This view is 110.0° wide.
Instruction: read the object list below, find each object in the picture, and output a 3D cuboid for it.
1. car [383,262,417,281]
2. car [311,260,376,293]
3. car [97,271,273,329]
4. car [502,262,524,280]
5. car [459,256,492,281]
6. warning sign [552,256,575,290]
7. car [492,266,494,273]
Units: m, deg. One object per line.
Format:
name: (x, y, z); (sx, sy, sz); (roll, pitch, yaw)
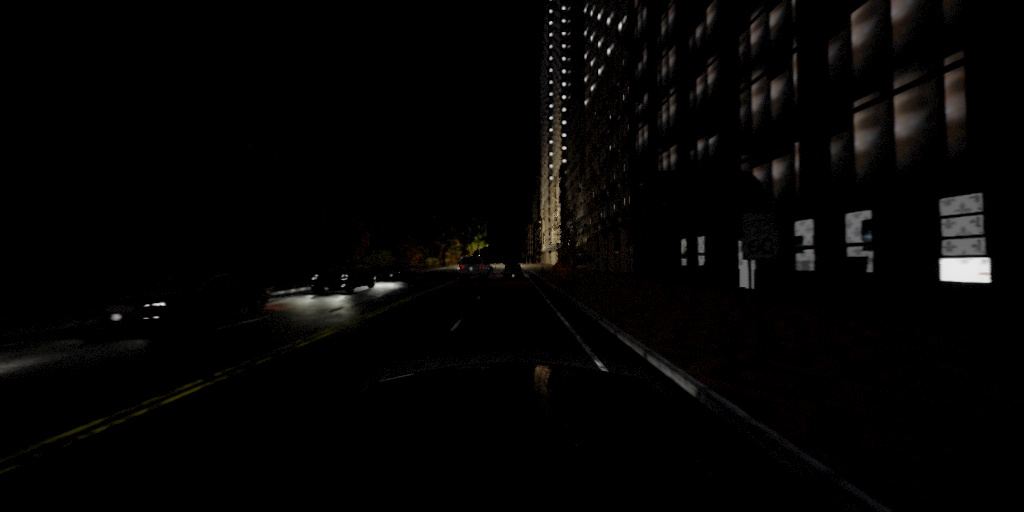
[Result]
car: (-9.800, 1.331, 31.638); (2.128, 1.511, 4.902); (0, 0, 0)
car: (-9.840, 1.149, 21.252); (2.097, 1.767, 4.553); (0, 0, 0)
car: (-9.846, 1.259, 11.376); (2.128, 1.511, 4.902); (0, 0, 0)
car: (0.102, 1.447, 33.002); (1.895, 1.301, 4.718); (0, 0, 0)
car: (-3.249, 1.059, 31.167); (2.150, 2.045, 5.566); (0, 0, 0)
warning sign: (2.851, 0.907, 19.627); (1.300, 1.860, 1.060); (0, 0, 0)
car: (-3.229, 1.503, 43.599); (1.895, 1.301, 4.718); (0, 0, 0)
